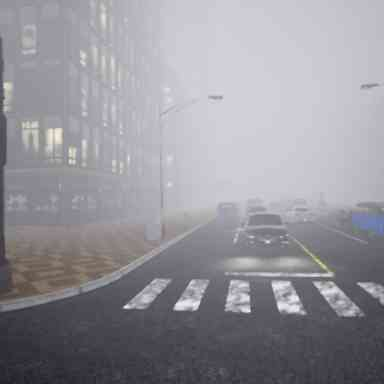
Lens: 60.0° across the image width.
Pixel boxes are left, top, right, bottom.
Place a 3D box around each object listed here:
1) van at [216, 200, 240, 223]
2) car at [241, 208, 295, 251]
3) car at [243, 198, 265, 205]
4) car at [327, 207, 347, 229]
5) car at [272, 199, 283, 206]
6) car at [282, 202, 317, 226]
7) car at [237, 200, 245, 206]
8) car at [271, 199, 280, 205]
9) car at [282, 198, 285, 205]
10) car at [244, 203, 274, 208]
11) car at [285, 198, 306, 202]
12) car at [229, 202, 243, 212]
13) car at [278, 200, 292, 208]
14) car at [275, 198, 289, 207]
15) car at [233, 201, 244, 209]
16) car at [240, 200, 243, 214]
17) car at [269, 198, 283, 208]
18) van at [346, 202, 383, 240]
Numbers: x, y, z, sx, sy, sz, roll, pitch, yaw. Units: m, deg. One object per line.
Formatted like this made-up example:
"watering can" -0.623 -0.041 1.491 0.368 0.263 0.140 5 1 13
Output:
"van" 3.164 1.795 29.647 1.690 1.788 3.998 -1 -1 10
"car" 3.327 1.703 15.230 1.837 1.490 4.892 -2 -1 10
"car" 7.894 1.777 41.811 2.150 2.045 5.566 -2 -1 10
"car" 10.518 1.707 22.776 1.887 1.381 4.507 -1 -1 10
"car" 19.814 2.440 77.376 2.008 1.369 4.403 -1 -1 10
"car" 8.388 1.790 25.784 1.812 1.442 4.674 -2 -1 10
"car" 12.488 2.762 84.242 1.802 1.307 4.206 -1 -1 10
"car" 20.774 2.489 83.004 1.752 1.417 4.829 -1 -1 10
"car" 15.154 2.072 50.076 1.887 1.381 4.507 -1 -1 10
"car" 5.240 1.875 26.408 1.812 1.442 4.674 -2 -1 10
"car" 14.218 1.770 44.620 2.192 1.841 5.009 -1 -1 10
"car" 6.895 2.296 51.482 2.008 1.369 4.403 -1 -1 10
"car" 17.019 2.238 60.997 1.947 1.339 4.313 -1 -1 10
"car" 17.946 2.060 66.461 2.192 1.841 5.009 -1 -1 10
"car" 8.760 2.472 62.402 1.802 1.307 4.206 -1 -1 10
"car" 5.964 2.239 46.023 1.947 1.339 4.313 -1 -1 10
"car" 12.757 2.134 51.534 1.812 1.442 4.674 -2 -1 10
"van" 9.671 1.427 17.306 1.690 1.788 3.998 -1 -1 10
